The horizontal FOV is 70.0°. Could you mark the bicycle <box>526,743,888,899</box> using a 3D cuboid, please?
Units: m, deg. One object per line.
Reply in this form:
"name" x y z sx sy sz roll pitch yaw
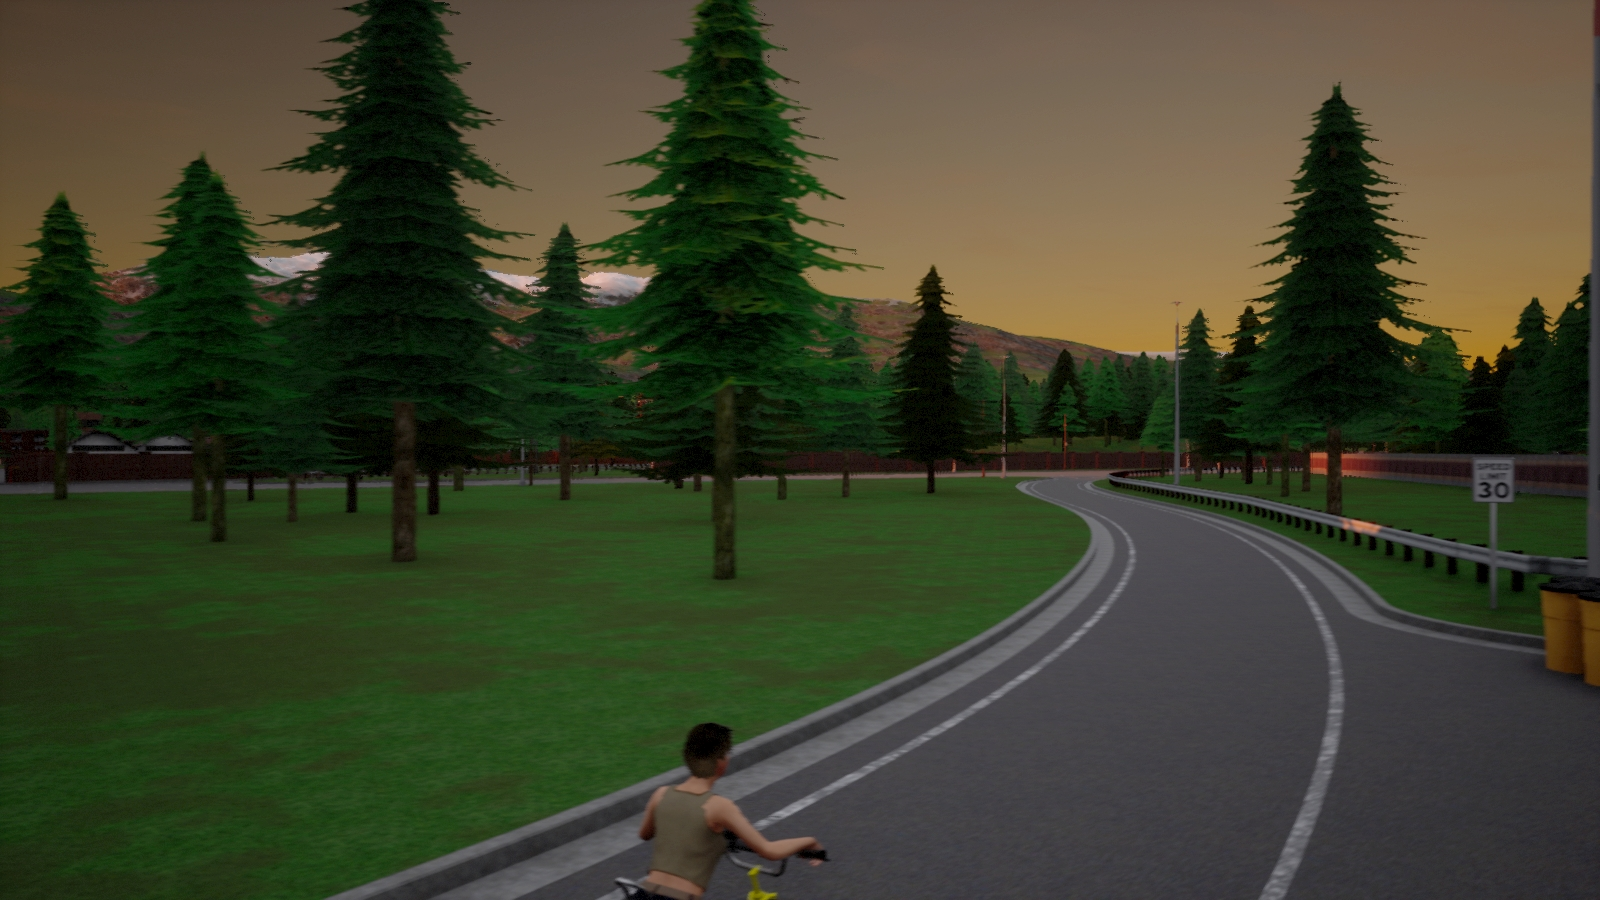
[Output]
"bicycle" -0.353 2.159 5.083 0.859 1.276 1.487 -1 0 34
